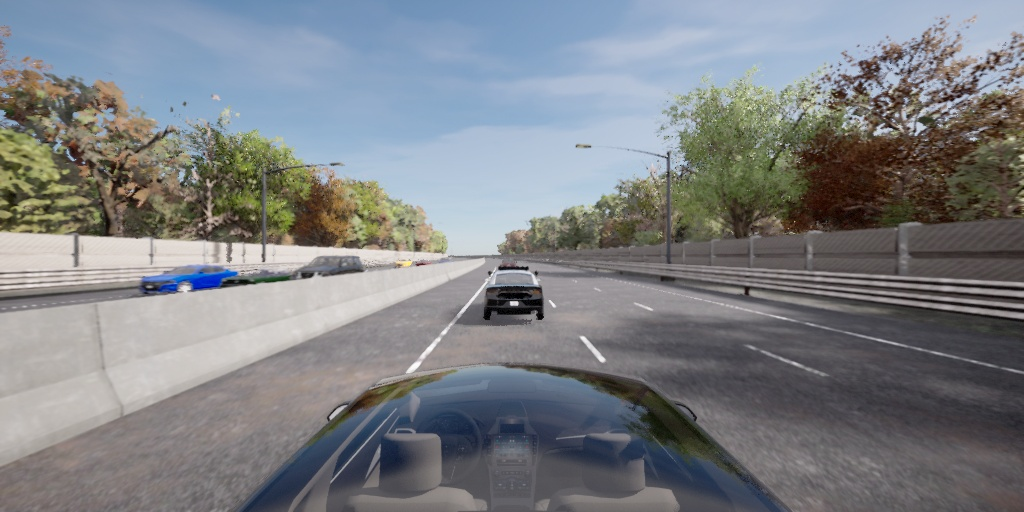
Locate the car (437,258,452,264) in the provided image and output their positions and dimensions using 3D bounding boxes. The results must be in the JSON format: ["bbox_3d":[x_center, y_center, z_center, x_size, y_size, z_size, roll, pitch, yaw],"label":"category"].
[{"bbox_3d":[-11.600,1.122,62.106,2.097,1.767,4.553,0,0,-1],"label":"car"}]

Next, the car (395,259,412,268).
[{"bbox_3d":[-18.584,1.243,61.720,1.882,1.535,5.008,0,0,-1],"label":"car"}]

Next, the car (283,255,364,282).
[{"bbox_3d":[-10.726,0.979,21.385,2.150,2.045,5.566,0,0,-1],"label":"car"}]

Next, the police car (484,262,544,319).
[{"bbox_3d":[0.049,1.179,13.020,1.930,1.638,5.238,0,0,0],"label":"police car"}]

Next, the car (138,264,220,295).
[{"bbox_3d":[-17.713,1.235,19.988,1.882,1.535,5.008,0,0,-1],"label":"car"}]

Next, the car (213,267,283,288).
[{"bbox_3d":[-14.220,1.358,20.703,1.895,1.301,4.718,0,0,-1],"label":"car"}]

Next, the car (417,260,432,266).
[{"bbox_3d":[-15.084,1.369,61.865,1.895,1.301,4.718,0,0,-1],"label":"car"}]

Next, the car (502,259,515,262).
[{"bbox_3d":[-0.415,1.118,43.098,2.097,1.767,4.553,0,0,-1],"label":"car"}]
